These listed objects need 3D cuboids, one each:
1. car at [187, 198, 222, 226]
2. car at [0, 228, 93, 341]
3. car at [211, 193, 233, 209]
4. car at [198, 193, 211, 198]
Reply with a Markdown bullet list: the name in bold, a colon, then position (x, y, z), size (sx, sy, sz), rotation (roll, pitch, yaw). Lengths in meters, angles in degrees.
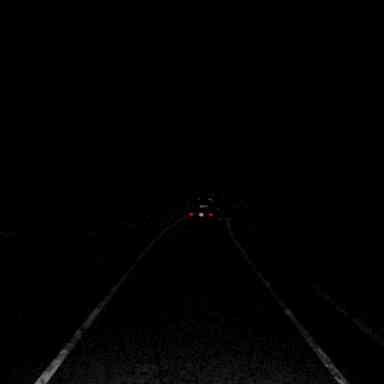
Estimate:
- **car**: position (0.778, 1.365, 21.911), size (2.033, 1.411, 5.357), rotation (0, 0, 5)
- **car**: position (-3.568, 1.486, 6.665), size (2.033, 1.411, 5.357), rotation (0, 1, 0)
- **car**: position (3.945, 1.173, 40.655), size (1.882, 1.535, 5.008), rotation (1, 1, 13)
- **car**: position (2.253, 0.919, 48.479), size (2.097, 1.767, 4.553), rotation (2, 1, 17)
